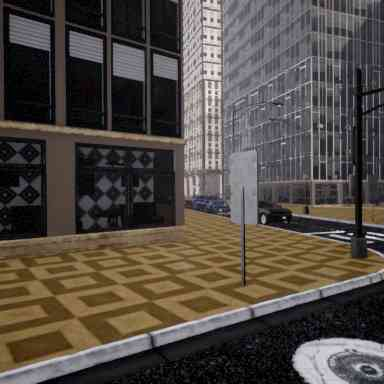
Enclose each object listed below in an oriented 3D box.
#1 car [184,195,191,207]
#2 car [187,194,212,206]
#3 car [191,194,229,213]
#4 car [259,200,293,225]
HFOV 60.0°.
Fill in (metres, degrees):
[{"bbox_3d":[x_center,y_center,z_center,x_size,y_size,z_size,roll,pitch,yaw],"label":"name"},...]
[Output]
[{"bbox_3d":[-1.315,1.094,41.349,1.994,1.385,4.181,-1,1,-18],"label":"car"},{"bbox_3d":[0.961,1.008,43.797,1.812,1.442,4.674,-1,1,-19],"label":"car"},{"bbox_3d":[1.839,1.020,31.929,2.097,1.767,4.553,-1,1,-19],"label":"car"},{"bbox_3d":[4.888,1.278,22.856,1.882,1.535,5.008,-1,1,-19],"label":"car"}]
